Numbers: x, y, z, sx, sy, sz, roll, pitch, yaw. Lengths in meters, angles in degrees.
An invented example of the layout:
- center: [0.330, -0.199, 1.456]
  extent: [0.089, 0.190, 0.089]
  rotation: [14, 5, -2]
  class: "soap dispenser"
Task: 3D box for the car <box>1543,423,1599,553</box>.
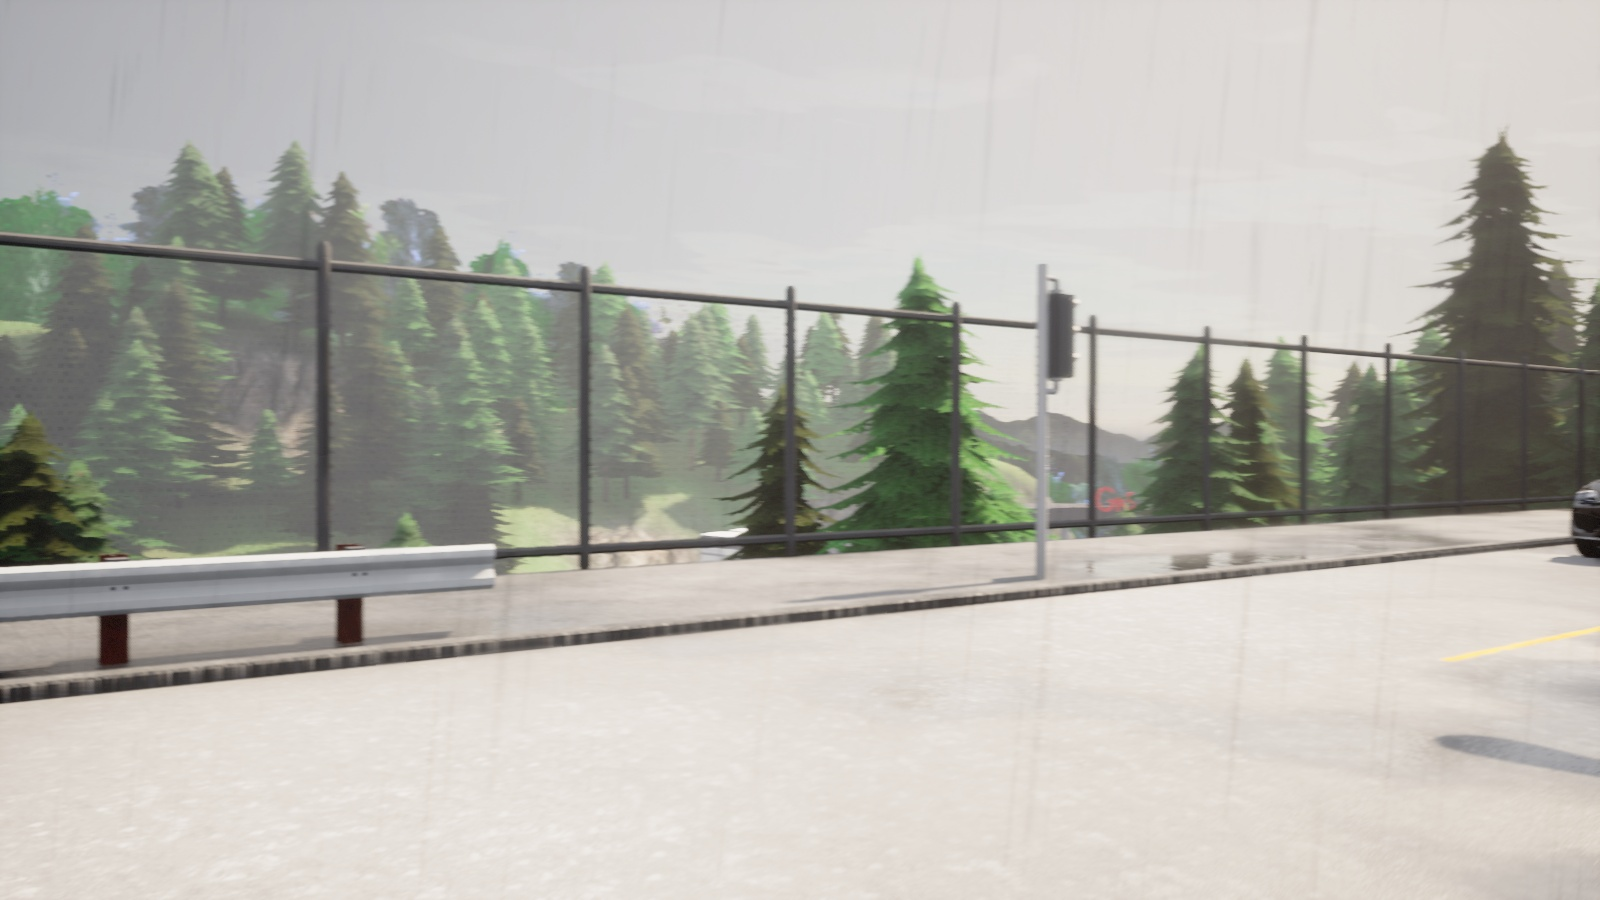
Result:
- center: [12.447, 0.494, 17.177]
  extent: [5.027, 1.651, 2.152]
  rotation: [0, 0, -37]
  class: "car"
